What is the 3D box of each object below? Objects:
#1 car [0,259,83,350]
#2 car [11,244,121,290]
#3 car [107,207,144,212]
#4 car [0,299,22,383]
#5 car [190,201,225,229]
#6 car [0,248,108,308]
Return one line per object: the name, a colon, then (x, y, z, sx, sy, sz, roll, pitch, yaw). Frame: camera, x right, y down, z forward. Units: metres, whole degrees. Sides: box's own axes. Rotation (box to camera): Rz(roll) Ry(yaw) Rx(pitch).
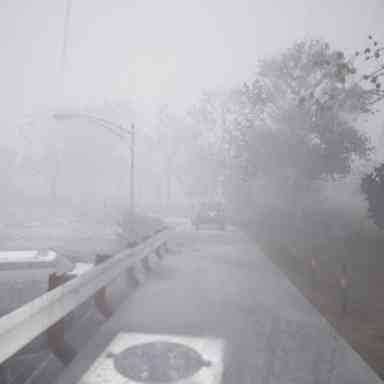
car: (-6.496, 3.653, 10.475, 5.566, 2.045, 2.435, 1, 4, -17)
car: (-6.079, 3.605, 16.551, 4.792, 1.488, 2.163, 1, 3, -16)
car: (-8.139, 2.211, 40.091, 4.718, 1.301, 1.895, 1, 3, 33)
car: (-6.637, 3.942, 7.491, 4.553, 1.767, 2.185, 1, 4, -17)
car: (1.169, 1.755, 26.055, 2.150, 2.045, 5.566, 1, -1, -5)
car: (-6.261, 3.488, 13.522, 5.566, 2.045, 2.435, 1, 3, -16)
